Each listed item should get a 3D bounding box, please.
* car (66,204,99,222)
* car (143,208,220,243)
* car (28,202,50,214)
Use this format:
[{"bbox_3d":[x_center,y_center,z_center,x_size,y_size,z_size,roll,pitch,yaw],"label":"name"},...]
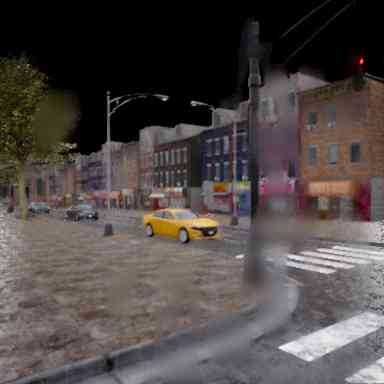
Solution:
[{"bbox_3d":[-9.923,1.838,29.908,1.837,1.490,4.892,0,-1,-36],"label":"car"},{"bbox_3d":[-0.660,1.594,17.003,1.882,1.535,5.008,0,0,-38],"label":"car"},{"bbox_3d":[-20.747,2.088,45.140,2.097,1.767,4.553,0,-1,-36],"label":"car"}]
